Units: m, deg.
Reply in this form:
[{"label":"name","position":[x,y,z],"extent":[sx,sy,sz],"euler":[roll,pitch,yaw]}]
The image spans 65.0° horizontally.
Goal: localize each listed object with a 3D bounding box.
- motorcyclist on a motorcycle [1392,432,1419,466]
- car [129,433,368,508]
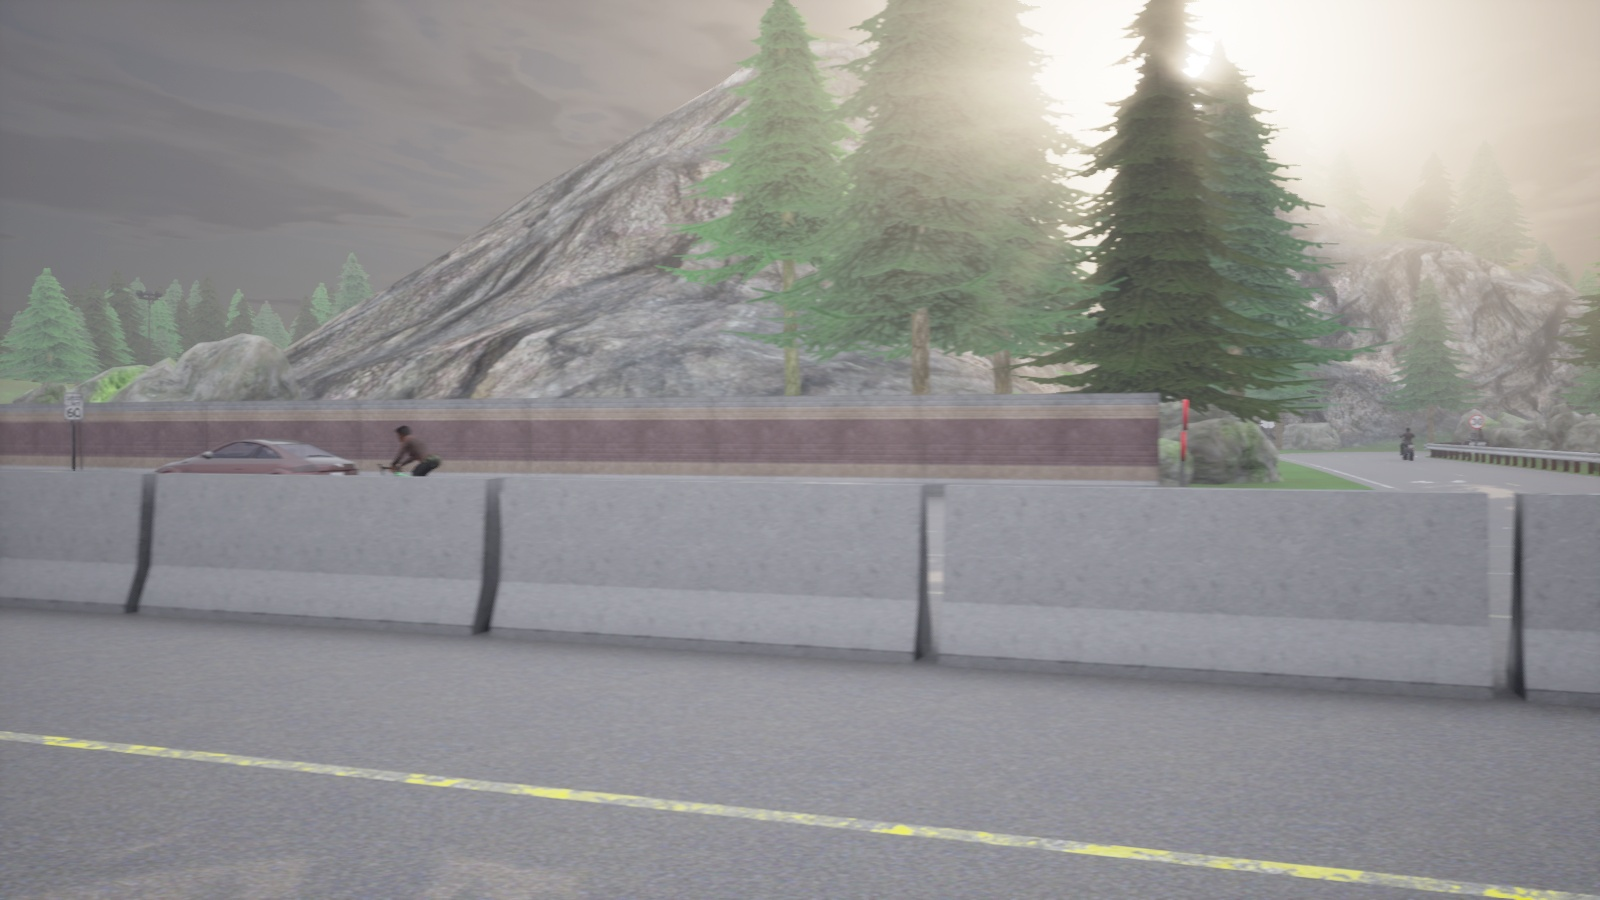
[{"label":"motorcyclist on a motorcycle","position":[29.479,-0.067,61.129],"extent":[0.766,1.649,2.350],"euler":[1,1,16]},{"label":"car","position":[-11.128,0.372,25.402],"extent":[4.181,1.385,1.994],"euler":[1,1,19]}]
